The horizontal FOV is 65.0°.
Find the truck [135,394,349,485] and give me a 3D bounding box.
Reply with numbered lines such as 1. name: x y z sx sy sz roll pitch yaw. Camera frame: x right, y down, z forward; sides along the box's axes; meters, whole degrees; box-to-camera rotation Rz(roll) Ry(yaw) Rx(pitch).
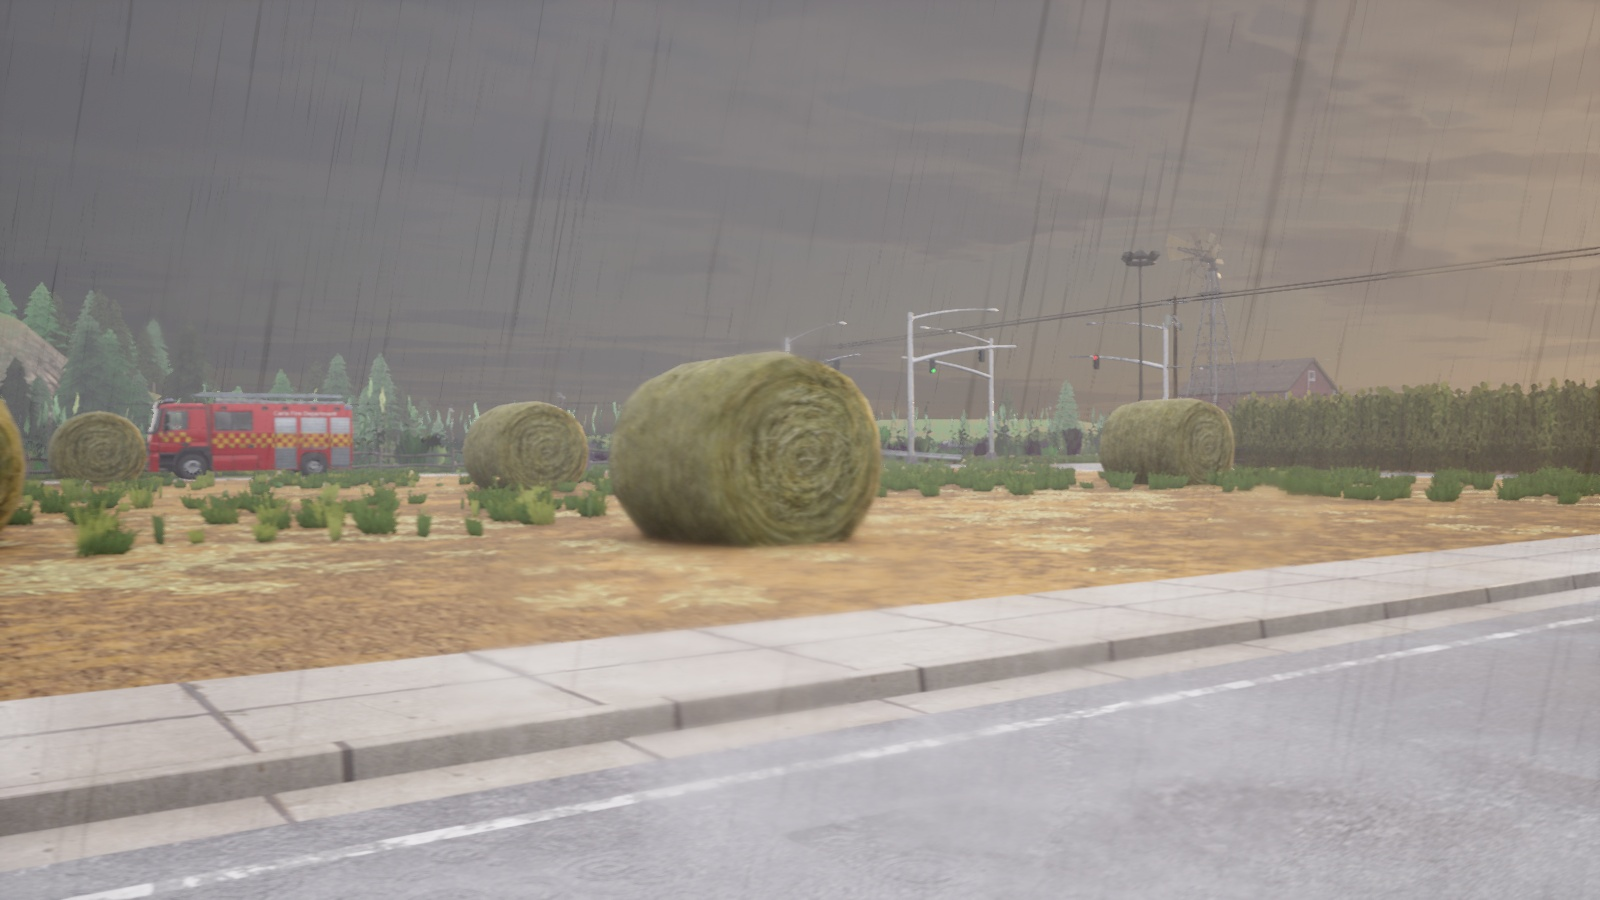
1. truck: -25.093 -0.501 56.667 8.468 3.827 2.891 -1 0 -31
